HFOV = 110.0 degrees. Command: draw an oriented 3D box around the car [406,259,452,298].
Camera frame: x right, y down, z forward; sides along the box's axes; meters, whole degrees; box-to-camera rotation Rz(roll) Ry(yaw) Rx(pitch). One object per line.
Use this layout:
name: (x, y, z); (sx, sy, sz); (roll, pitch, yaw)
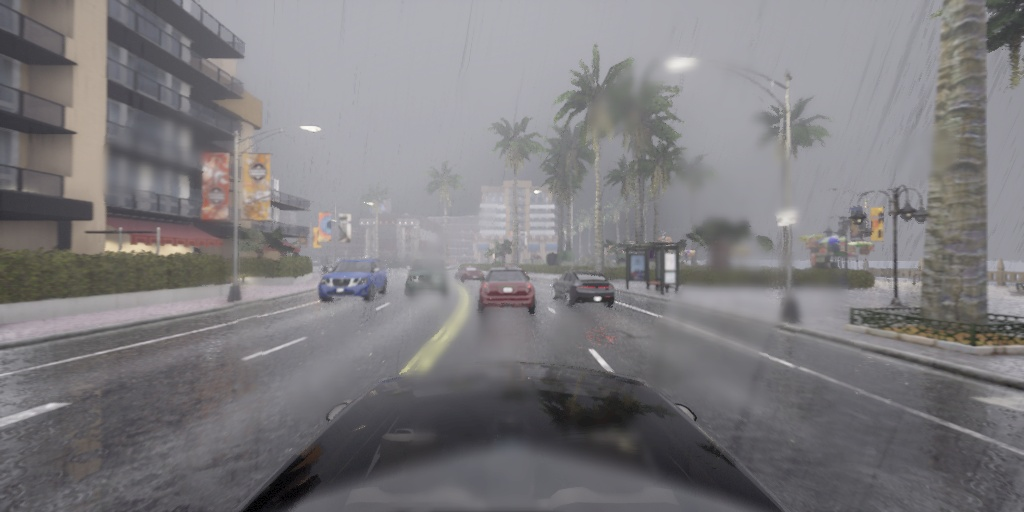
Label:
car: (-4.710, 1.186, 20.726); (2.150, 2.045, 5.566); (0, -1, -10)

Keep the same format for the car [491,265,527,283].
car: (-0.370, 1.579, 32.911); (1.882, 1.535, 5.008); (0, -1, -18)

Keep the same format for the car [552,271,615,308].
car: (3.081, 1.419, 16.262); (1.837, 1.490, 4.892); (0, -1, -5)

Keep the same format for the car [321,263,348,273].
car: (-27.722, 1.884, 55.838); (4.674, 1.442, 1.812); (0, -1, 36)

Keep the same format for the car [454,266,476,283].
car: (-3.856, 1.621, 32.375); (1.812, 1.442, 4.674); (0, -1, -18)

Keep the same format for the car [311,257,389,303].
car: (-7.855, 1.159, 18.339); (2.150, 2.045, 5.566); (0, -1, -8)

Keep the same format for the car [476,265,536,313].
car: (-0.307, 1.251, 14.914); (2.097, 1.767, 4.553); (0, -1, -4)
